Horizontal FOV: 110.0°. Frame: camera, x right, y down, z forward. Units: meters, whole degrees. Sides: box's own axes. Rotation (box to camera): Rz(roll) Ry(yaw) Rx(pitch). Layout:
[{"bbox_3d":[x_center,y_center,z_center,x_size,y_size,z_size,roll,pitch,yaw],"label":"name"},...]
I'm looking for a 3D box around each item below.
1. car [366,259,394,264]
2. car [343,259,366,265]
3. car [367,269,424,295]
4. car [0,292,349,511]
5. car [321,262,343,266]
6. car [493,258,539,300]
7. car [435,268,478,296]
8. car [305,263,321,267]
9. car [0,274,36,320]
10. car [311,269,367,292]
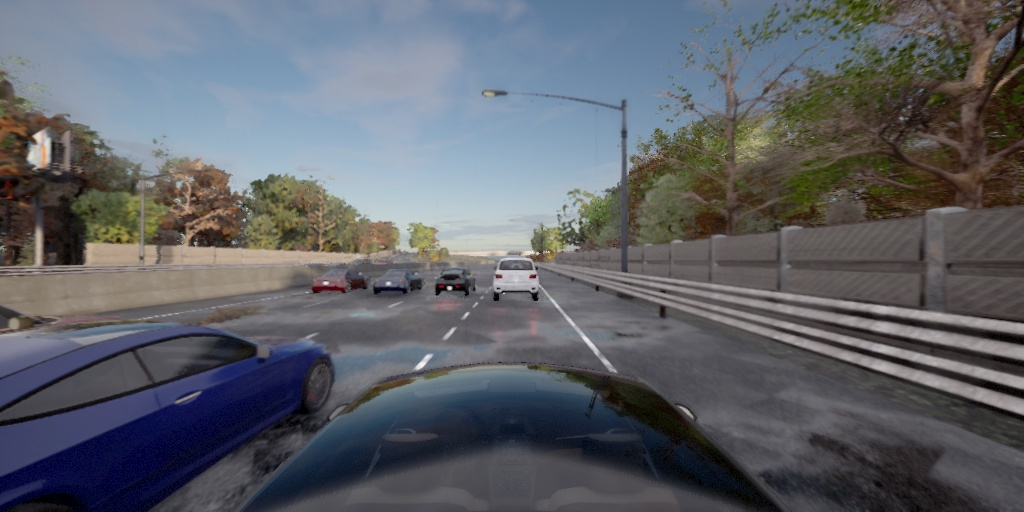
[{"bbox_3d":[-20.322,1.455,56.527,2.150,2.045,5.566,0,-1,1],"label":"car"},{"bbox_3d":[-23.814,1.448,56.428,2.150,2.045,5.566,0,-1,1],"label":"car"},{"bbox_3d":[-6.653,1.475,21.409,1.994,1.385,4.181,0,-1,1],"label":"car"},{"bbox_3d":[-3.396,1.282,3.091,1.812,1.442,4.674,0,0,1],"label":"car"},{"bbox_3d":[-27.317,1.698,56.441,1.882,1.535,5.008,0,-1,1],"label":"car"},{"bbox_3d":[0.213,1.122,18.922,2.150,2.045,5.566,0,-1,1],"label":"car"},{"bbox_3d":[-3.163,1.416,20.799,1.837,1.490,4.892,0,-1,1],"label":"car"},{"bbox_3d":[-30.816,1.775,56.372,1.994,1.385,4.181,0,-1,1],"label":"car"},{"bbox_3d":[-6.883,1.110,3.897,2.097,1.767,4.553,0,0,1],"label":"car"},{"bbox_3d":[-10.150,1.471,21.616,1.994,1.385,4.181,0,-1,1],"label":"car"}]
